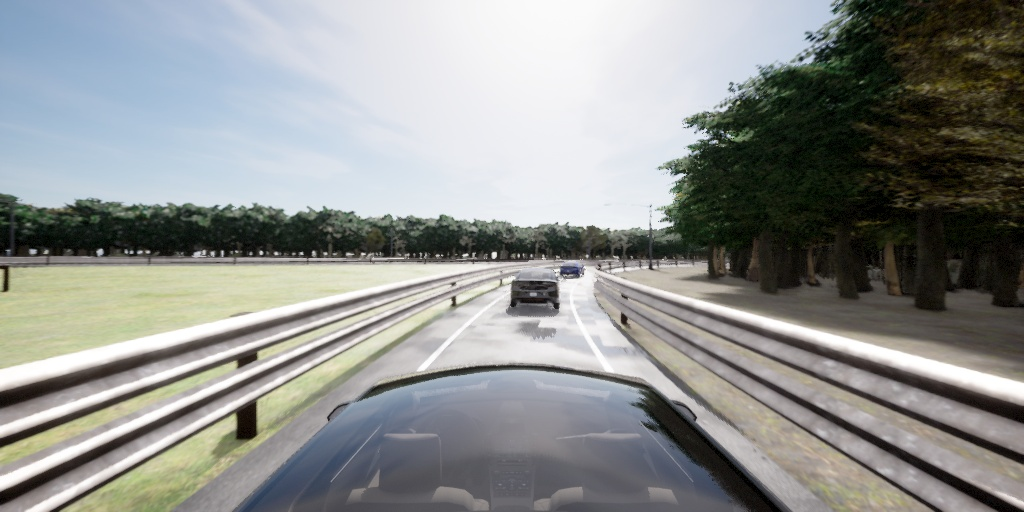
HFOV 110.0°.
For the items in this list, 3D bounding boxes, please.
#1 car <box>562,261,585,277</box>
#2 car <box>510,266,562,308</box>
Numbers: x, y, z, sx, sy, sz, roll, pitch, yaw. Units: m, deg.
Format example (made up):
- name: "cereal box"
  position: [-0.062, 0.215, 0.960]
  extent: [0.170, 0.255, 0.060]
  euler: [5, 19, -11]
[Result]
- name: "car"
  position: [6.221, 1.306, 36.656]
  extent: [1.882, 1.535, 5.008]
  euler: [0, 0, 19]
- name: "car"
  position: [1.099, 1.244, 15.475]
  extent: [1.882, 1.535, 5.008]
  euler: [0, 0, 7]
